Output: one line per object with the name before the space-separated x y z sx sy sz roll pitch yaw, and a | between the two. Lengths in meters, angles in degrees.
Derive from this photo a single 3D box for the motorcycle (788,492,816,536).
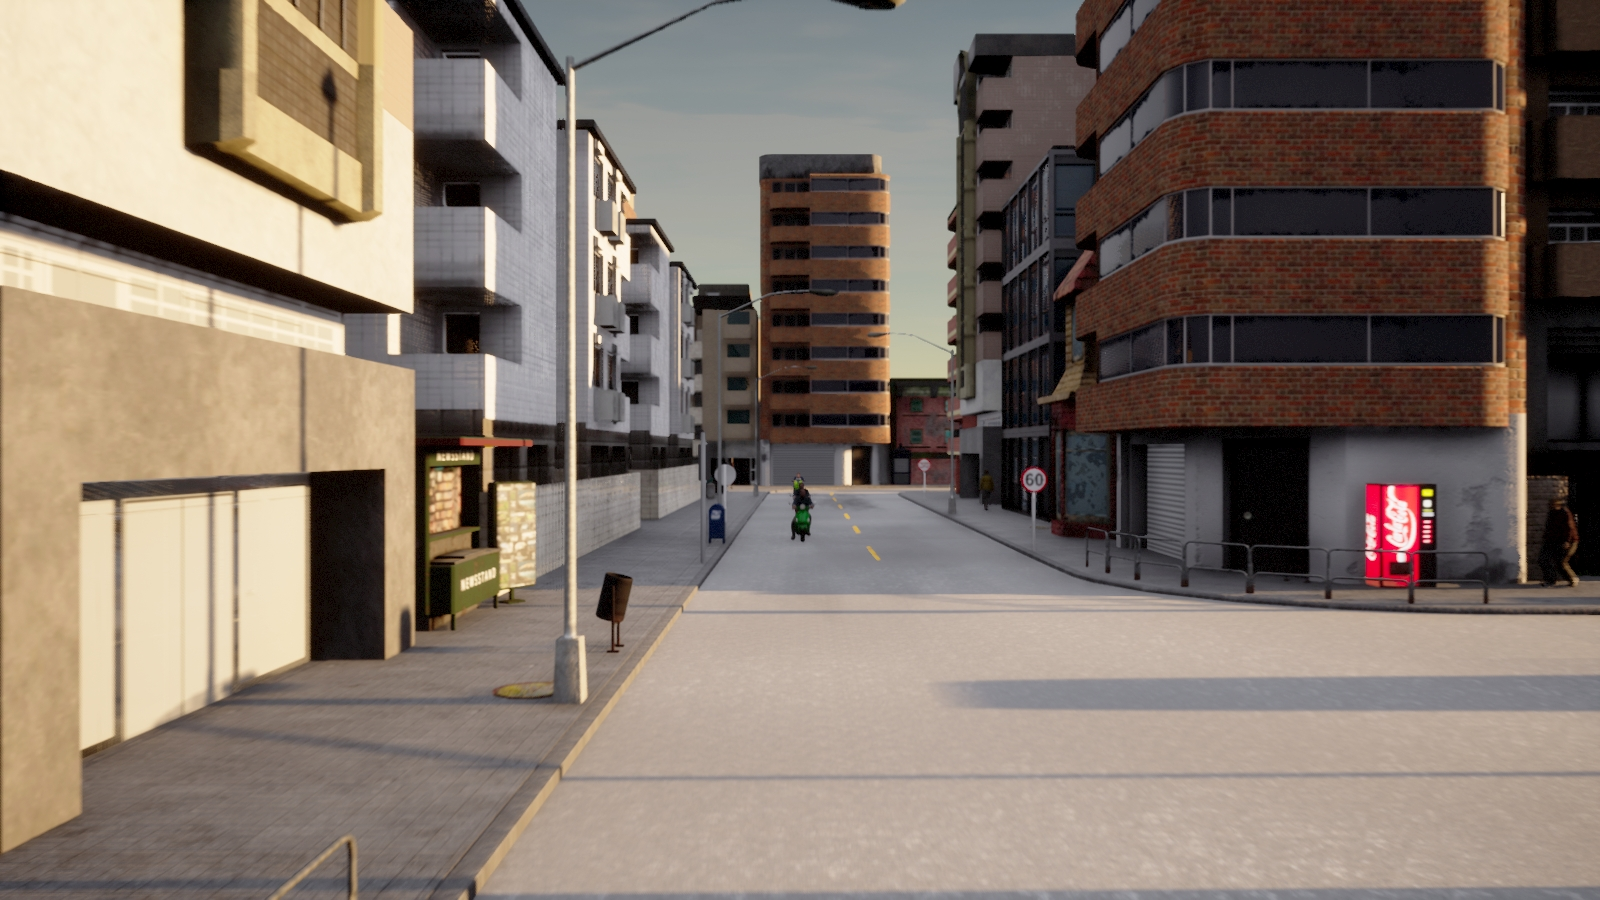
motorcycle | 0.069 1.962 35.298 0.856 1.236 1.805 0 0 0

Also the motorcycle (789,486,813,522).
motorcycle | 0.039 1.962 41.760 0.856 1.236 1.805 0 0 0

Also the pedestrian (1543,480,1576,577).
pedestrian | 14.797 1.516 22.269 0.375 1.860 0.375 0 0 -6

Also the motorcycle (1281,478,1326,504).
motorcycle | 24.402 1.962 55.356 1.805 1.236 0.856 0 0 2

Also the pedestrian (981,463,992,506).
pedestrian | 8.181 1.523 50.029 0.375 1.860 0.375 0 0 -8
